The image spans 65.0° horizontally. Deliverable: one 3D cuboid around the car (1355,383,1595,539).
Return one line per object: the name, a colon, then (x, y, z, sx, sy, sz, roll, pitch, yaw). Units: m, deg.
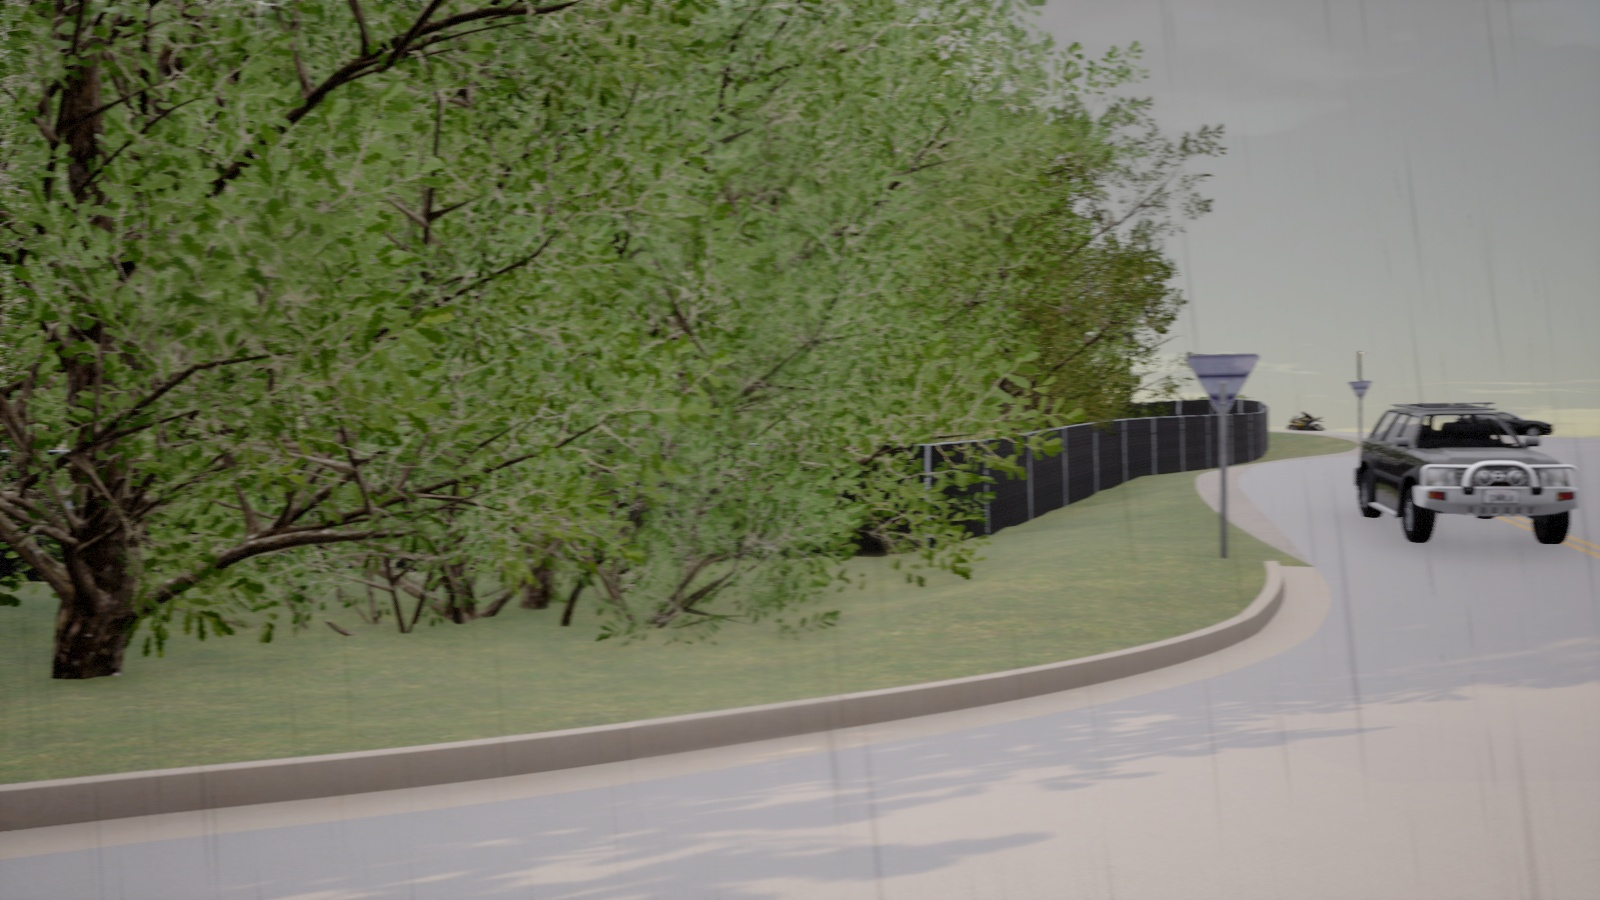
car: (9.614, 0.033, 18.317, 1.932, 1.855, 4.605, -1, 4, 13)

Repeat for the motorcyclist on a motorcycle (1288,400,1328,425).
motorcyclist on a motorcycle: (32.078, -2.381, 79.293, 2.191, 1.530, 0.866, 1, 0, 31)

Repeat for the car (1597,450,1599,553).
car: (7.086, 0.736, 8.400, 1.816, 1.474, 4.193, -2, 0, 16)

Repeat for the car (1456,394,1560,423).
car: (40.179, -2.320, 71.288, 5.008, 1.535, 1.882, 1, 0, 34)
